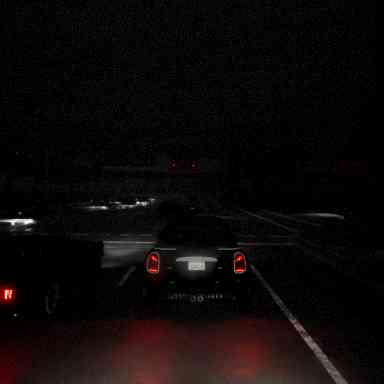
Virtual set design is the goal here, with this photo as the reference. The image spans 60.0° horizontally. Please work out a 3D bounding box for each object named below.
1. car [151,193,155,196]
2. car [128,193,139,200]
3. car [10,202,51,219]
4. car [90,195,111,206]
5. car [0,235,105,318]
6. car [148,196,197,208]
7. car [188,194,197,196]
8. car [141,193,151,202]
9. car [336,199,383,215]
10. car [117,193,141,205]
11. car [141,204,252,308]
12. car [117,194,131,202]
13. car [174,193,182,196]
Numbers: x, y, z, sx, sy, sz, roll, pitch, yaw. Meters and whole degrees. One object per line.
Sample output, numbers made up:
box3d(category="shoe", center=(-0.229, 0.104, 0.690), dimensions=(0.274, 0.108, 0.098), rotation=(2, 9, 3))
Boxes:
box3d(category="car", center=(-10.344, 0.957, 83.158), dimensions=(1.812, 1.442, 4.674), rotation=(0, 1, 0))
box3d(category="car", center=(-13.852, 1.041, 79.010), dimensions=(1.812, 1.442, 4.674), rotation=(0, 1, 0))
box3d(category="car", center=(-14.046, 1.562, 29.154), dimensions=(1.994, 1.385, 4.181), rotation=(0, 0, 0))
box3d(category="car", center=(-13.998, 1.263, 51.080), dimensions=(2.097, 1.767, 4.553), rotation=(0, 1, 0))
box3d(category="car", center=(-3.405, 1.601, 7.381), dimensions=(1.895, 1.301, 4.718), rotation=(0, 0, 0))
box3d(category="car", center=(-1.469, 1.462, 31.613), dimensions=(5.008, 1.535, 1.882), rotation=(0, 1, 33))
box3d(category="car", center=(0.149, 1.080, 74.442), dimensions=(1.882, 1.535, 5.008), rotation=(0, 1, 0))
box3d(category="car", center=(-10.371, 1.290, 69.000), dimensions=(1.895, 1.301, 4.718), rotation=(0, 1, 0))
box3d(category="car", center=(16.744, 1.505, 32.771), dimensions=(4.892, 1.490, 1.837), rotation=(0, 0, -1))
box3d(category="car", center=(-10.486, 1.408, 55.741), dimensions=(2.033, 1.411, 5.357), rotation=(0, 1, 0))
box3d(category="car", center=(0.095, 1.352, 8.108), dimensions=(2.097, 1.767, 4.553), rotation=(0, 0, 0))
box3d(category="car", center=(-13.875, 1.235, 67.959), dimensions=(1.812, 1.442, 4.674), rotation=(0, 1, 0))
box3d(category="car", center=(-3.352, 1.009, 78.216), dimensions=(1.882, 1.535, 5.008), rotation=(0, 1, 0))
